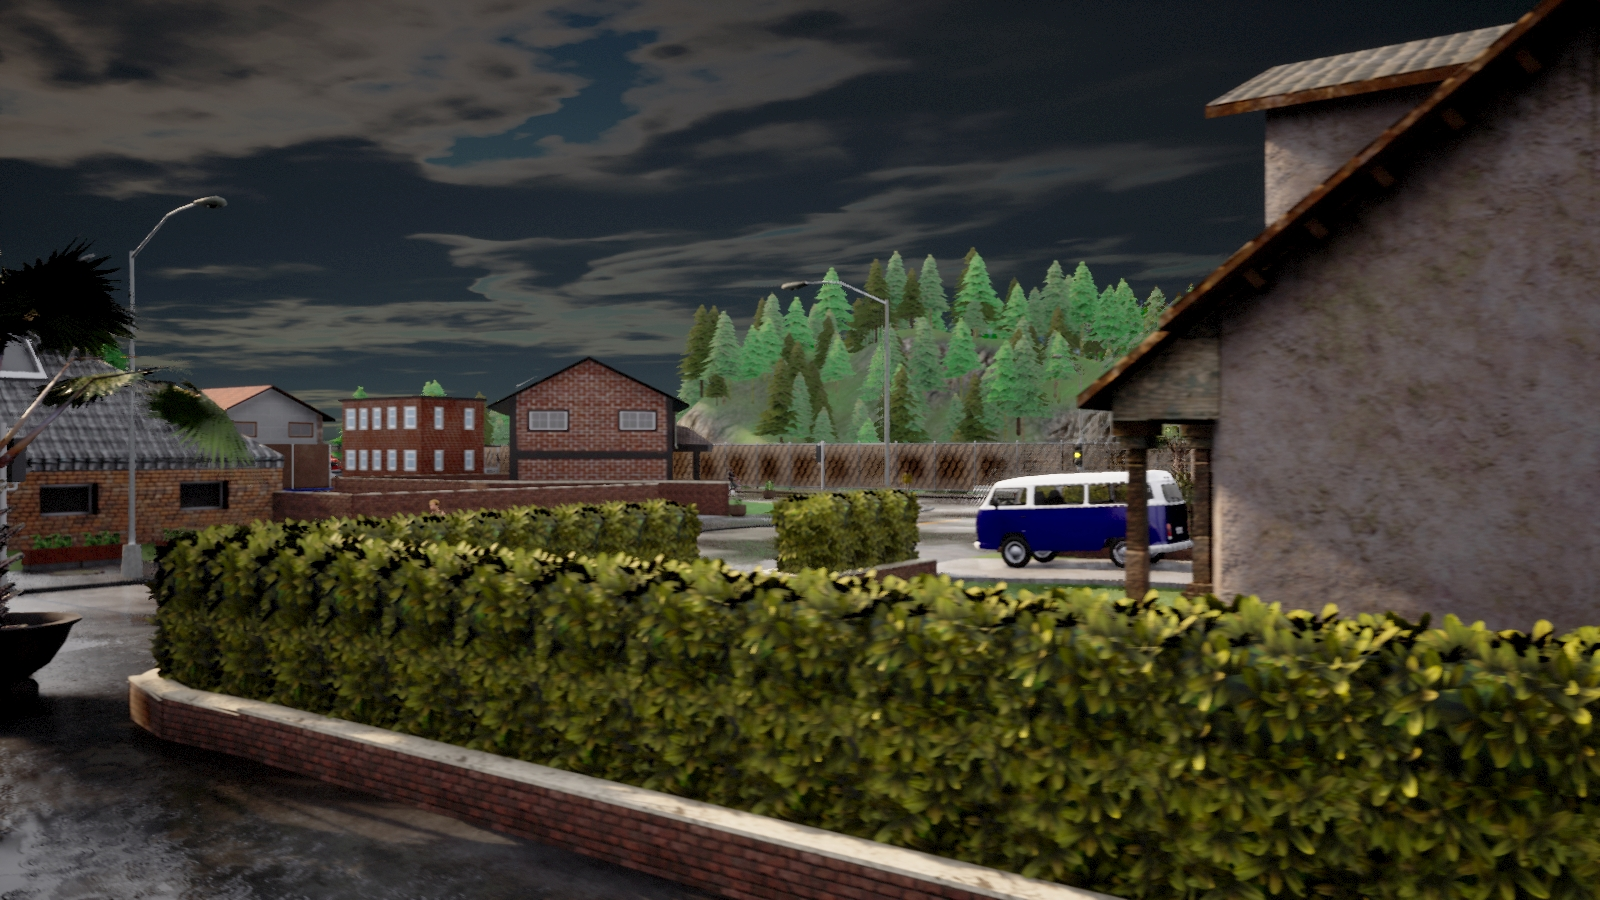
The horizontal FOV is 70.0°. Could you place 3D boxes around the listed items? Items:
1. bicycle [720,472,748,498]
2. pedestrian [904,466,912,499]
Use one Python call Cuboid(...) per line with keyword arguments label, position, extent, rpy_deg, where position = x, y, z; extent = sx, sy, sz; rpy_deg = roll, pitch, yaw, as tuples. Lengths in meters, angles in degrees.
Cuboid(label="bicycle", position=(-3.903, 2.059, 67.611), extent=(1.835, 1.471, 0.329), rpy_deg=(0, 0, 35))
Cuboid(label="pedestrian", position=(6.083, 1.848, 64.456), extent=(0.375, 1.860, 0.375), rpy_deg=(0, 0, 15))
